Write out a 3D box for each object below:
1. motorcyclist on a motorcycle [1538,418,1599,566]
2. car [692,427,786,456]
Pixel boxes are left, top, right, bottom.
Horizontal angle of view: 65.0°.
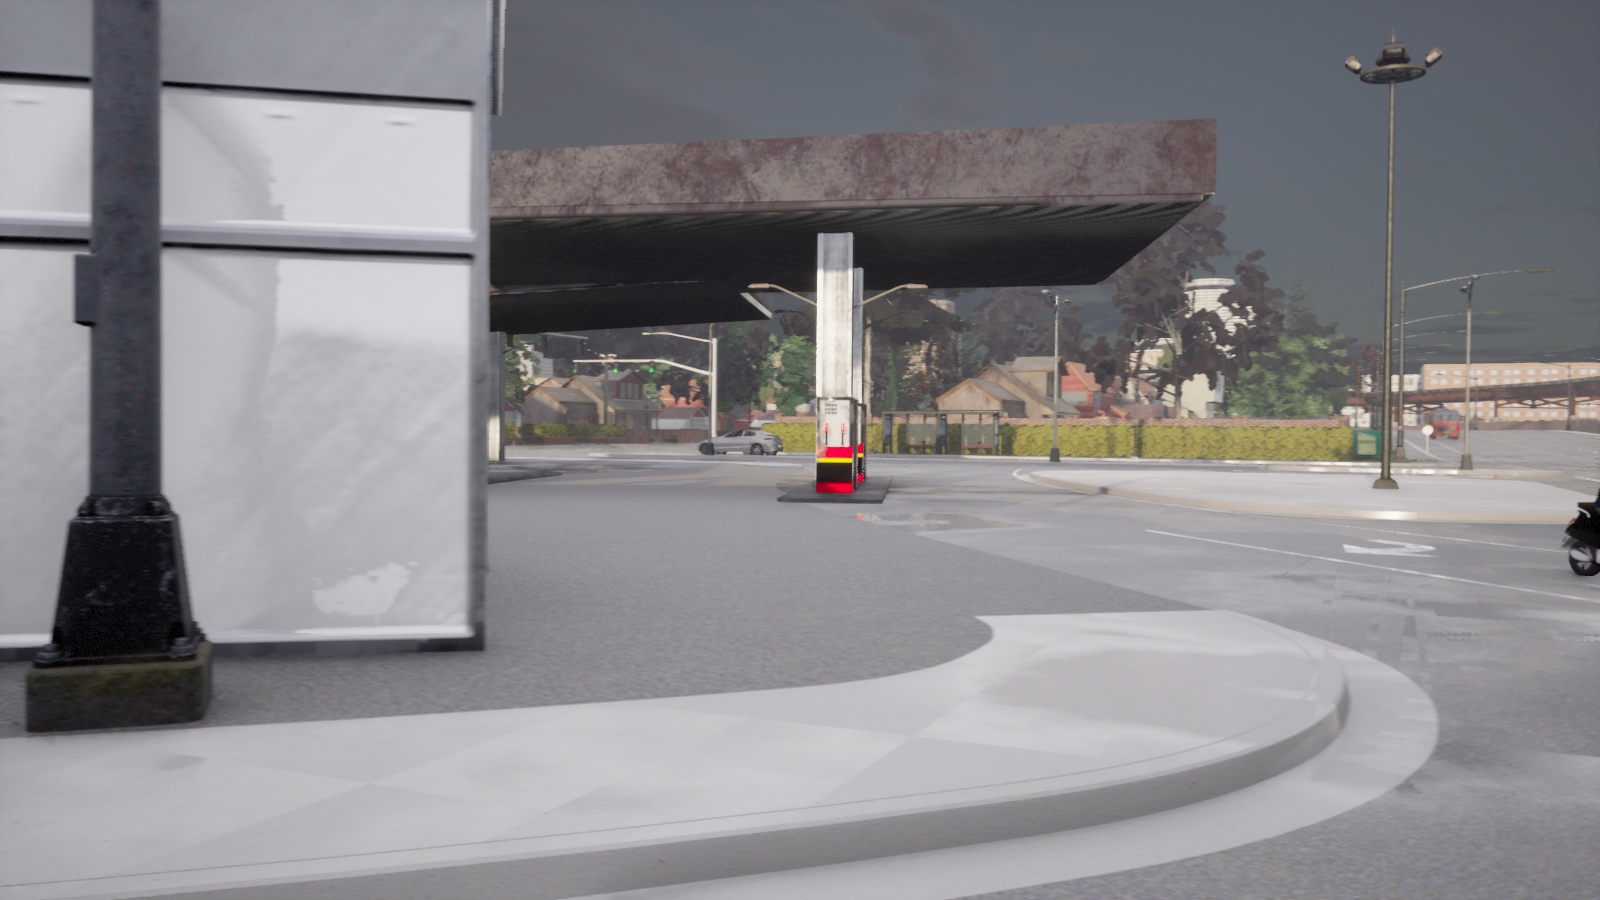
[{"bbox_3d":[9.040,0.446,13.522,0.866,1.590,1.817,-1,1,-14],"label":"motorcyclist on a motorcycle"},{"bbox_3d":[-3.569,-0.495,73.567,5.027,1.651,2.152,0,1,23],"label":"car"}]
